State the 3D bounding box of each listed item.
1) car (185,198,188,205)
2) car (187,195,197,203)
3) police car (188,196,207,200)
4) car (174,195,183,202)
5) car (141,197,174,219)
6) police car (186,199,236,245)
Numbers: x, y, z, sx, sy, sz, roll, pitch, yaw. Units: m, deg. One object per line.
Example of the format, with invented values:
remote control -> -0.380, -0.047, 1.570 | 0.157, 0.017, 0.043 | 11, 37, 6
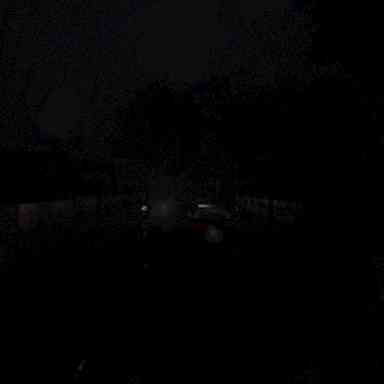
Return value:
car -> 0.002, 1.388, 50.016 | 1.994, 1.385, 4.181 | 0, 0, 0
car -> -0.001, 1.377, 65.501 | 1.994, 1.385, 4.181 | 0, 0, 0
police car -> 0.825, 1.284, 31.258 | 1.930, 1.638, 5.238 | 0, 0, 0
car -> -2.755, 1.300, 67.673 | 1.837, 1.490, 4.892 | 0, 0, 0
car -> -2.848, 1.226, 27.041 | 2.097, 1.767, 4.553 | 0, 0, 0
police car -> 0.825, 1.350, 15.250 | 1.930, 1.638, 5.238 | 0, 0, 0
